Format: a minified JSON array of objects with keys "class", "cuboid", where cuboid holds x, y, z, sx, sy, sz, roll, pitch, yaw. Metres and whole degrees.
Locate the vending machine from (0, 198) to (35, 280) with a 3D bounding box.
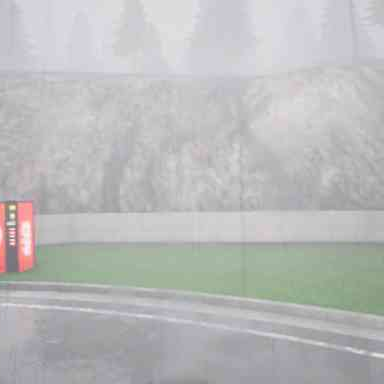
[{"class":"vending machine","cuboid":[-5.095,1.235,9.210,0.880,2.100,1.100,-1,0,5]}]
